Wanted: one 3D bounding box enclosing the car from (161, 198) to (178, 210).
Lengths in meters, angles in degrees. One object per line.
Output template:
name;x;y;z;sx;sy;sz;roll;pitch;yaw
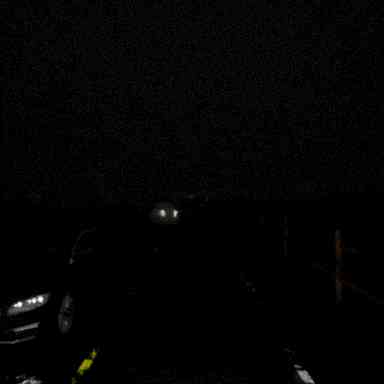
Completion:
car;-2.830;1.454;42.395;1.882;1.535;5.008;0;0;0

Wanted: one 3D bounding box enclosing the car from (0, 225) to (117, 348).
car;-2.840;1.483;6.663;2.128;1.511;4.902;0;0;0

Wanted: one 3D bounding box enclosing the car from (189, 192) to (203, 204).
car;0.976;1.334;61.874;2.097;1.767;4.553;0;0;0

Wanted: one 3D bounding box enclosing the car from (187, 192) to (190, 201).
car;0.019;1.073;80.611;2.150;2.045;5.566;0;0;0
